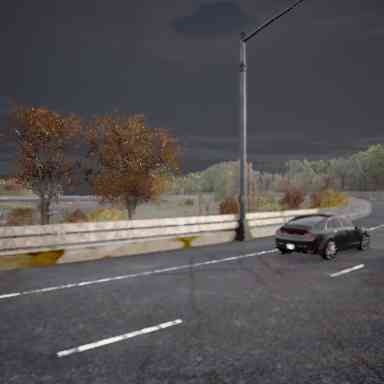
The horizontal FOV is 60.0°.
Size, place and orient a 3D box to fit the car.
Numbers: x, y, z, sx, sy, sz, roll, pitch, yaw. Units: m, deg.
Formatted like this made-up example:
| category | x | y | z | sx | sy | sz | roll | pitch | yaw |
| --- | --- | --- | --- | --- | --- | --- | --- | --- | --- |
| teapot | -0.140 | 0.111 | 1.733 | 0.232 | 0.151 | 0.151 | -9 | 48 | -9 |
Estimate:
| category | x | y | z | sx | sy | sz | roll | pitch | yaw |
| --- | --- | --- | --- | --- | --- | --- | --- | --- | --- |
| car | 5.145 | 1.607 | 12.882 | 4.892 | 1.490 | 1.837 | 0 | 0 | -42 |
